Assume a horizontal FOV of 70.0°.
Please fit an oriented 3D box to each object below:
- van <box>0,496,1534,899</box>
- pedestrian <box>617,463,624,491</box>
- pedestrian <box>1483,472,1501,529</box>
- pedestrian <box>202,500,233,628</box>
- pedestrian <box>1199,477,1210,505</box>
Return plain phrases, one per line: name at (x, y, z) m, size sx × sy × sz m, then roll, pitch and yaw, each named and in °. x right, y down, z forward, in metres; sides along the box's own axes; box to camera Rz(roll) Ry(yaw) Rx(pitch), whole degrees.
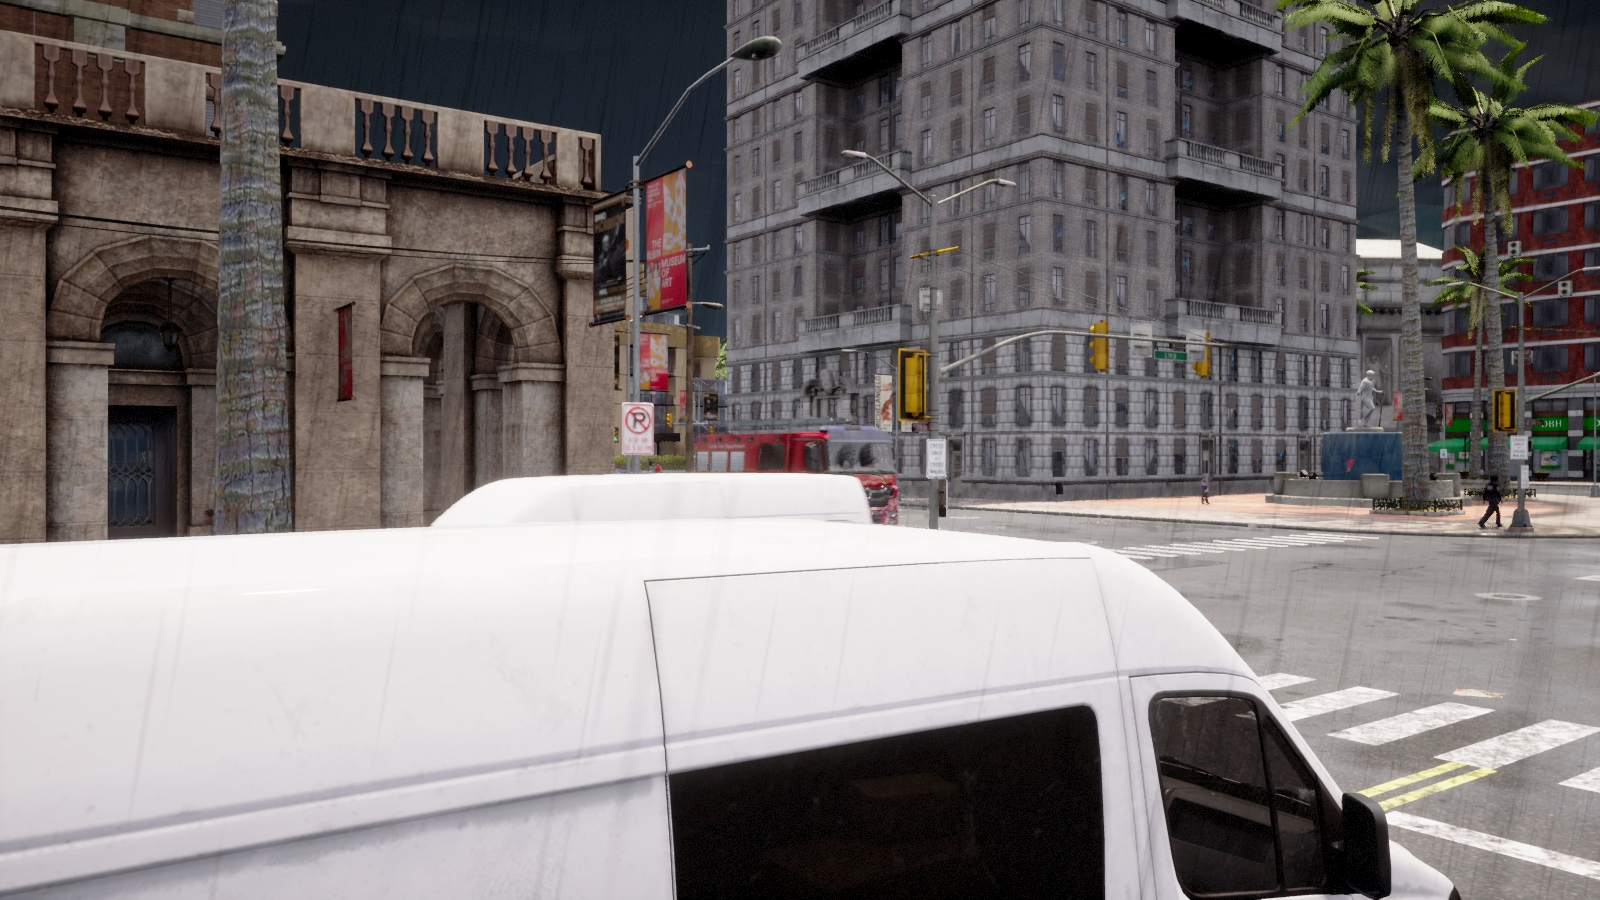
van at (0.019, 1.533, 3.806) m, size 5.915 × 2.561 × 1.988 m, roll 0°, pitch 0°, yaw -35°
pedestrian at (-12.175, 1.835, 77.452) m, size 0.375 × 1.860 × 0.375 m, roll 0°, pitch 0°, yaw -17°
pedestrian at (22.968, 1.680, 37.917) m, size 0.375 × 1.860 × 0.375 m, roll 0°, pitch 0°, yaw -7°
pedestrian at (-8.711, 1.695, 17.099) m, size 0.375 × 1.860 × 0.375 m, roll 0°, pitch 0°, yaw -22°
pedestrian at (19.287, 1.959, 54.440) m, size 0.375 × 1.300 × 0.375 m, roll 0°, pitch 0°, yaw 42°
